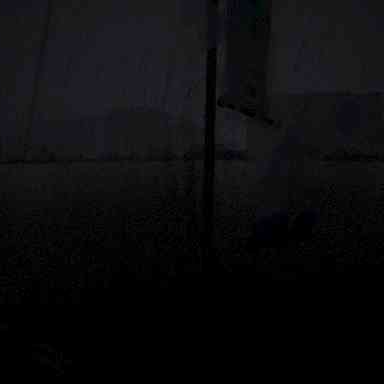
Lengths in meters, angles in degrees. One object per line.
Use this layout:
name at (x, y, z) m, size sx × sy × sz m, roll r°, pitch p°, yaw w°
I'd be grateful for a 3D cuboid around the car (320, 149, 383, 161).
car at (12.761, -2.740, 26.733) m, size 4.674 × 1.452 × 2.002 m, roll 3°, pitch 1°, yaw 22°

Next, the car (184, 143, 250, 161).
car at (2.587, -3.456, 30.984) m, size 5.566 × 2.045 × 2.435 m, roll 2°, pitch 1°, yaw 25°

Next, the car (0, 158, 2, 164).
car at (-27.020, -4.109, 46.473) m, size 5.008 × 1.535 × 2.097 m, roll 2°, pitch 1°, yaw 32°

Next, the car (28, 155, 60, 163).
car at (-17.280, -3.796, 40.849) m, size 4.792 × 1.488 × 2.163 m, roll 2°, pitch 1°, yaw 29°

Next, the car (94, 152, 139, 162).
car at (-7.590, -3.548, 35.775) m, size 4.892 × 1.521 × 2.231 m, roll 2°, pitch 1°, yaw 27°

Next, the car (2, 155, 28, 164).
car at (-22.268, -4.095, 43.652) m, size 4.553 × 1.767 × 2.185 m, roll 2°, pitch 1°, yaw 31°

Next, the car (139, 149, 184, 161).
car at (-2.512, -3.513, 33.328) m, size 4.553 × 1.767 × 2.185 m, roll 2°, pitch 1°, yaw 26°

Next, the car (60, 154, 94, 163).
car at (-12.419, -3.647, 38.238) m, size 4.674 × 1.452 × 2.002 m, roll 2°, pitch 1°, yaw 28°
